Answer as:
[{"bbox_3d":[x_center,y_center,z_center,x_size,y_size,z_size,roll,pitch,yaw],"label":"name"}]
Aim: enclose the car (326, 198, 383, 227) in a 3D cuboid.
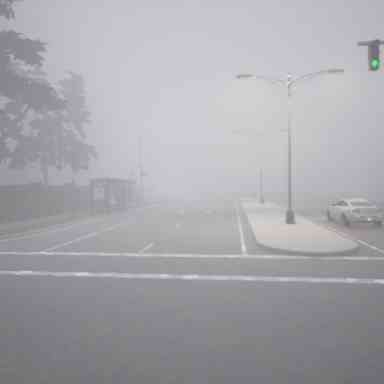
[{"bbox_3d":[9.056,1.076,18.774,1.812,1.442,4.674,-1,1,7],"label":"car"}]
